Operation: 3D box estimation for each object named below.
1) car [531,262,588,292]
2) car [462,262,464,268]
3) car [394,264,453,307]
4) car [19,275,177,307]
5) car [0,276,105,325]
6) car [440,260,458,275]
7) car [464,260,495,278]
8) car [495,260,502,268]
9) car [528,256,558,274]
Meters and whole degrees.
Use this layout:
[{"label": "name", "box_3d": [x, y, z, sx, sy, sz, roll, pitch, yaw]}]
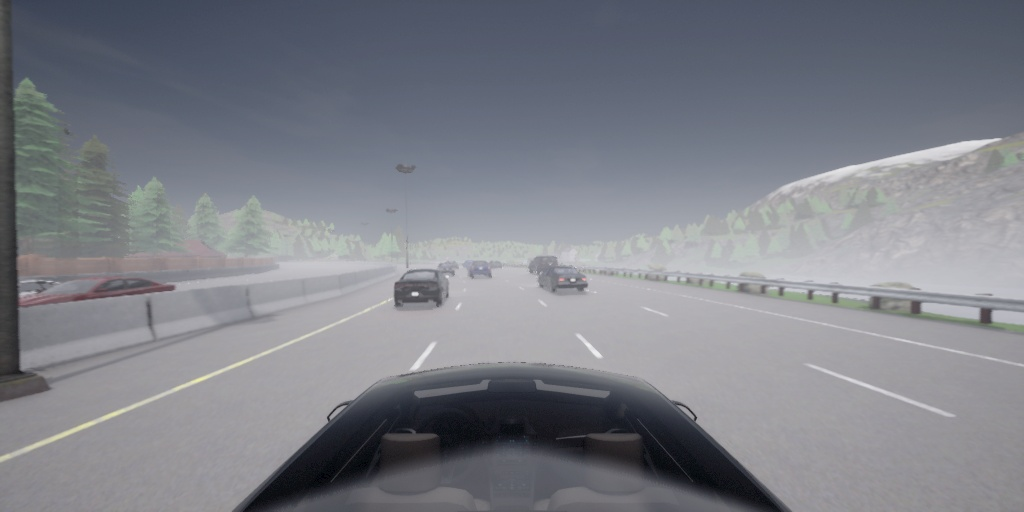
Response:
[{"label": "car", "box_3d": [2.822, 1.287, 21.082, 2.033, 1.411, 5.357, -1, 0, -8]}, {"label": "car", "box_3d": [-7.496, 1.438, 63.322, 1.882, 1.535, 5.008, 0, 0, -21]}, {"label": "car", "box_3d": [-3.942, 1.309, 16.207, 1.882, 1.535, 5.008, 0, 0, -5]}, {"label": "car", "box_3d": [-14.317, 1.458, 12.317, 1.882, 1.535, 5.008, -1, 0, -3]}, {"label": "car", "box_3d": [-17.830, 1.560, 12.636, 1.812, 1.442, 4.674, -1, 0, -3]}, {"label": "car", "box_3d": [-7.733, 1.476, 41.564, 2.033, 1.411, 5.357, -1, 0, -16]}, {"label": "car", "box_3d": [-3.364, 1.207, 36.131, 2.097, 1.767, 4.553, -1, 0, -11]}, {"label": "car", "box_3d": [-3.274, 1.387, 62.041, 2.128, 1.511, 4.902, -1, 0, -21]}, {"label": "car", "box_3d": [3.382, 0.982, 38.961, 2.150, 2.045, 5.566, 0, 0, -12]}]
